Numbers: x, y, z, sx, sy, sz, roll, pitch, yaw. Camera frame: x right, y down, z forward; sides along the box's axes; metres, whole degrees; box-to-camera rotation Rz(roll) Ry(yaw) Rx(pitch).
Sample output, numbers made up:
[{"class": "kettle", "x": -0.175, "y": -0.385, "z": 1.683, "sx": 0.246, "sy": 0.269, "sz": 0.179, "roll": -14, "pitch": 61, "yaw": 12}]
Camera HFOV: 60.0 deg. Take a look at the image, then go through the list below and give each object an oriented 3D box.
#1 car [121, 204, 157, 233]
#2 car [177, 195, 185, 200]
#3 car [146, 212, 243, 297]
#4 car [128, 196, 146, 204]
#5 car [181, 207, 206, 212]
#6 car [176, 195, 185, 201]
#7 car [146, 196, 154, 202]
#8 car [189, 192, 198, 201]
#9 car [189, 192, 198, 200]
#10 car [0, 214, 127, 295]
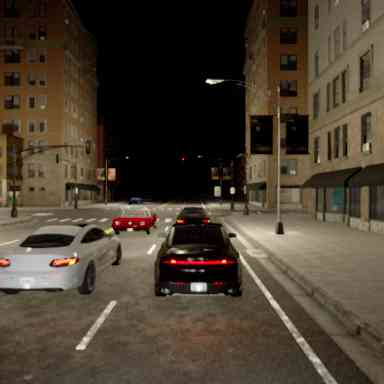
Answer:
[{"class": "car", "x": -3.068, "y": 1.597, "z": 18.789, "sx": 1.895, "sy": 1.301, "sz": 4.718, "roll": 0, "pitch": 0, "yaw": 0}, {"class": "car", "x": -2.842, "y": 1.388, "z": 90.211, "sx": 1.994, "sy": 1.385, "sz": 4.181, "roll": 0, "pitch": 0, "yaw": 0}, {"class": "car", "x": 0.137, "y": 1.504, "z": 8.551, "sx": 1.837, "sy": 1.490, "sz": 4.892, "roll": 0, "pitch": 0, "yaw": 0}, {"class": "car", "x": -9.577, "y": 1.585, "z": 56.476, "sx": 1.895, "sy": 1.301, "sz": 4.718, "roll": 0, "pitch": 0, "yaw": 1}, {"class": "car", "x": 0.078, "y": 1.522, "z": 17.797, "sx": 1.812, "sy": 1.442, "sz": 4.674, "roll": 0, "pitch": 0, "yaw": 0}, {"class": "car", "x": -2.887, "y": 1.493, "z": 80.208, "sx": 1.812, "sy": 1.442, "sz": 4.674, "roll": 0, "pitch": 0, "yaw": 0}, {"class": "car", "x": -9.426, "y": 1.515, "z": 71.820, "sx": 2.033, "sy": 1.411, "sz": 5.357, "roll": 0, "pitch": 0, "yaw": 0}, {"class": "car", "x": 0.361, "y": 1.469, "z": 79.777, "sx": 1.837, "sy": 1.490, "sz": 4.892, "roll": 0, "pitch": 0, "yaw": 0}, {"class": "car", "x": 0.408, "y": 1.060, "z": 90.226, "sx": 2.150, "sy": 2.045, "sz": 5.566, "roll": 0, "pitch": 0, "yaw": 0}, {"class": "car", "x": -3.119, "y": 1.525, "z": 8.608, "sx": 1.812, "sy": 1.442, "sz": 4.674, "roll": 0, "pitch": 0, "yaw": 0}]
